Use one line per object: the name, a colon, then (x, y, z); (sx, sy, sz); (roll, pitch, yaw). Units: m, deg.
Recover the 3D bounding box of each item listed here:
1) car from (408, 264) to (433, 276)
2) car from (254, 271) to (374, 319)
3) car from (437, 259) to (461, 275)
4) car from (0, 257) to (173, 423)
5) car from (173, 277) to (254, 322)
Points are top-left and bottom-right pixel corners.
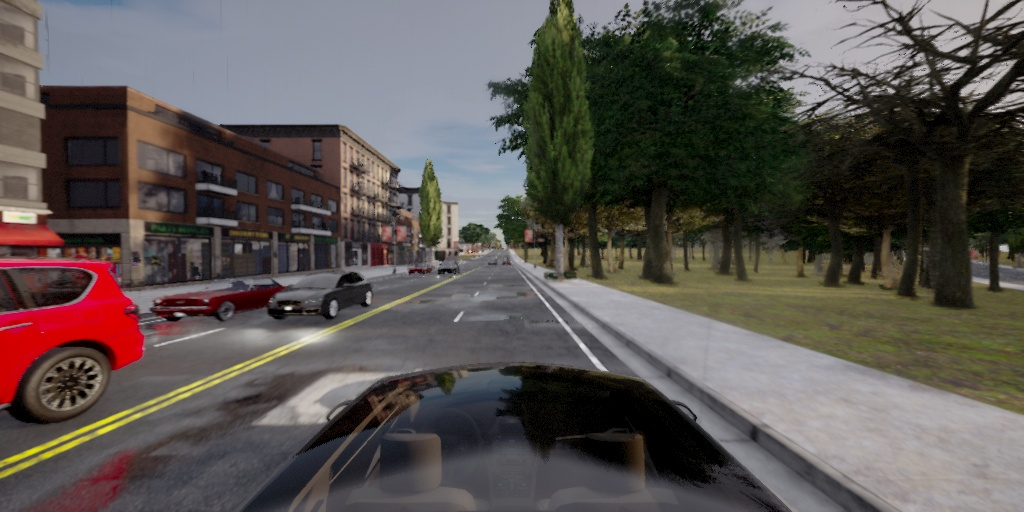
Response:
car: (-10.332, 1.528, 40.586); (1.895, 1.301, 4.718); (0, 0, -1)
car: (-6.695, 1.317, 13.150); (1.837, 1.490, 4.892); (0, 0, 0)
car: (-7.086, 1.252, 40.697); (2.097, 1.767, 4.553); (0, 0, -1)
car: (-6.550, 1.029, 2.963); (2.150, 2.045, 5.566); (0, 0, 0)
car: (-9.938, 1.441, 12.926); (1.895, 1.301, 4.718); (0, 0, 0)
